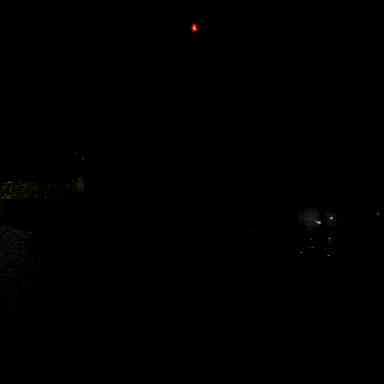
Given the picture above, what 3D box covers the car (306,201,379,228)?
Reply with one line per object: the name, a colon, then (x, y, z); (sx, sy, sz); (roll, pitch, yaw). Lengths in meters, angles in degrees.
car: (9.064, 1.242, 19.782); (5.357, 1.411, 2.033); (-1, 1, -37)
